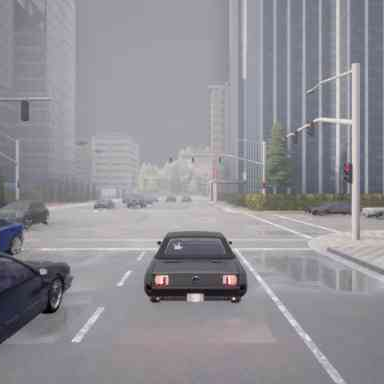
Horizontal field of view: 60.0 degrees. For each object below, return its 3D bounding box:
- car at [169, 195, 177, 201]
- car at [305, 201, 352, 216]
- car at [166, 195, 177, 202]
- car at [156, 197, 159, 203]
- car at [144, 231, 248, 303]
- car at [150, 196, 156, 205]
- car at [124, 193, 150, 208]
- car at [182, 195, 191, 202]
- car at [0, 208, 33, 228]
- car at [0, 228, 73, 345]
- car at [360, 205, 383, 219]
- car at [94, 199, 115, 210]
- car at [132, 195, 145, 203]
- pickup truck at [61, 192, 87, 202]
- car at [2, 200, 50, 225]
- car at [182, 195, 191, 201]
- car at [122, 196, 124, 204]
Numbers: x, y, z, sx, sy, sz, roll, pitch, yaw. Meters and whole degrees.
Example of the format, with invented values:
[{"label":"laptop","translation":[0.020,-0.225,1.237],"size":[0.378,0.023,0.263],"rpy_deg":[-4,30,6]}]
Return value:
[{"label":"car","translation":[-4.888,1.524,84.716],"size":[1.812,1.442,4.674],"rpy_deg":[0,0,-1]},{"label":"car","translation":[13.582,1.547,31.573],"size":[5.357,1.411,2.033],"rpy_deg":[0,0,-3]},{"label":"car","translation":[-4.721,1.500,74.548],"size":[1.837,1.490,4.892],"rpy_deg":[0,0,-1]},{"label":"car","translation":[-8.168,1.552,70.500],"size":[1.994,1.385,4.181],"rpy_deg":[0,0,-1]},{"label":"car","translation":[0.066,1.601,8.164],"size":[1.895,1.301,4.718],"rpy_deg":[0,0,0]},{"label":"car","translation":[-8.057,1.352,58.152],"size":[2.097,1.767,4.553],"rpy_deg":[0,0,-1]},{"label":"car","translation":[-7.924,1.221,48.177],"size":[2.150,2.045,5.566],"rpy_deg":[0,0,-1]},{"label":"car","translation":[-1.231,1.553,75.009],"size":[1.994,1.385,4.181],"rpy_deg":[0,0,-1]},{"label":"car","translation":[-7.135,1.477,10.291],"size":[1.882,1.535,5.008],"rpy_deg":[0,0,-1]},{"label":"car","translation":[-3.436,1.547,4.568],"size":[2.033,1.411,5.357],"rpy_deg":[0,0,0]},{"label":"car","translation":[16.937,1.601,28.066],"size":[4.718,1.301,1.895],"rpy_deg":[0,0,0]},{"label":"car","translation":[-11.343,1.563,43.329],"size":[1.994,1.385,4.181],"rpy_deg":[0,0,-1]},{"label":"car","translation":[-11.714,1.515,73.424],"size":[2.128,1.511,4.902],"rpy_deg":[0,0,-1]},{"label":"pickup truck","translation":[-24.771,1.058,69.220],"size":[2.390,2.098,6.274],"rpy_deg":[0,0,30]},{"label":"car","translation":[-10.826,1.352,21.120],"size":[2.097,1.767,4.553],"rpy_deg":[0,0,-1]},{"label":"car","translation":[-1.389,1.540,84.784],"size":[2.033,1.411,5.357],"rpy_deg":[0,0,-1]},{"label":"car","translation":[-11.591,1.224,62.592],"size":[2.150,2.045,5.566],"rpy_deg":[0,0,0]}]
